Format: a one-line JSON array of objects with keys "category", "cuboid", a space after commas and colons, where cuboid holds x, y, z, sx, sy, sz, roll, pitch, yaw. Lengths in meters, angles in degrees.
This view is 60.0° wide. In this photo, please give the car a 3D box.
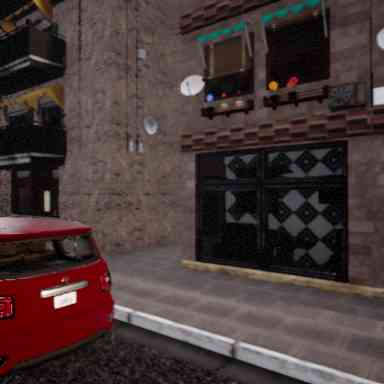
[{"category": "car", "cuboid": [-3.370, 1.283, 5.130, 5.009, 1.841, 2.192, 0, 0, 35]}]
